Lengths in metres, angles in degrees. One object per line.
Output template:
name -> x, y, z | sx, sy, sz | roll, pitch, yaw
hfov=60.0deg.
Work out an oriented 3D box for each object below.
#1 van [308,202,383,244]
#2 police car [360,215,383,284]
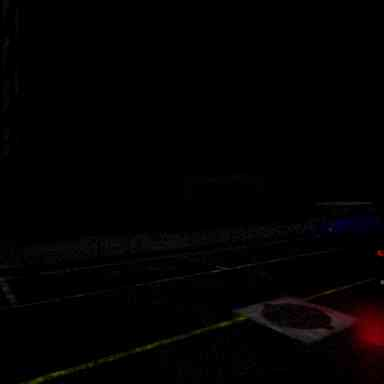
van -> 7.074, 1.342, 15.444 | 3.998, 1.788, 1.690 | 0, 0, -36
police car -> 6.435, 1.425, 8.024 | 5.238, 1.638, 1.930 | 0, 0, -36
